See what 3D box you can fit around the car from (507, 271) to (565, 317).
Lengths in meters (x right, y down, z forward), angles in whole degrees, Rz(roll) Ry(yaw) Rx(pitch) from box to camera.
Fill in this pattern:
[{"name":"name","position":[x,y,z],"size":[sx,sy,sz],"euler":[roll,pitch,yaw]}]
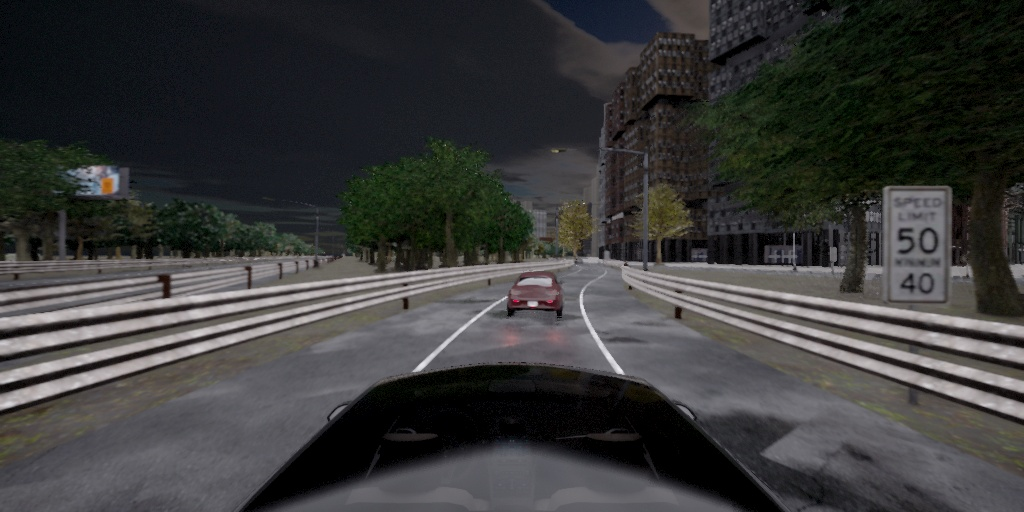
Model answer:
[{"name":"car","position":[0.949,1.288,13.159],"size":[1.812,1.442,4.674],"euler":[0,0,8]}]
